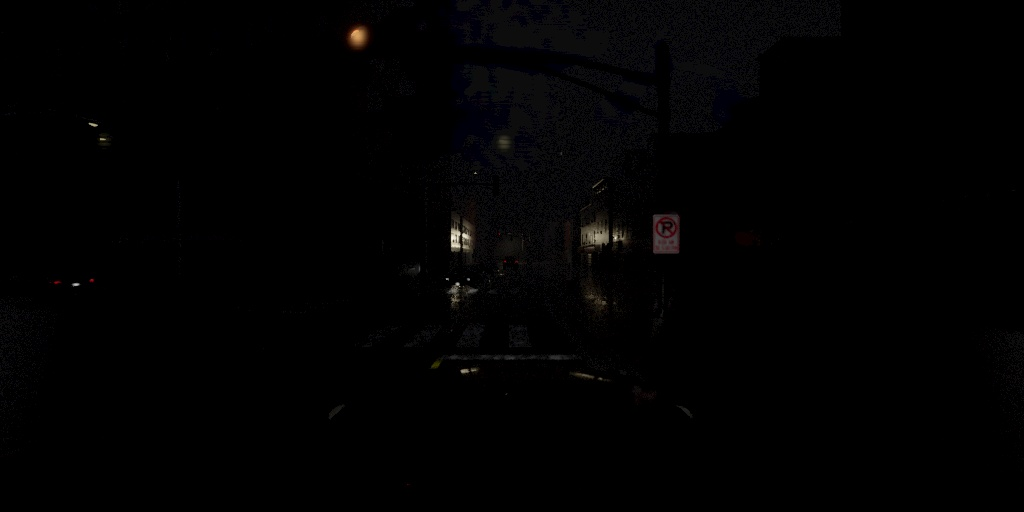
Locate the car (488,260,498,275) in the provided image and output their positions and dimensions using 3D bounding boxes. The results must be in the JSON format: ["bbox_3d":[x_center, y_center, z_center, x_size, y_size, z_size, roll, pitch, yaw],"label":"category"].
[{"bbox_3d":[-2.993,1.304,40.180,2.033,1.411,5.357,0,0,0],"label":"car"}]

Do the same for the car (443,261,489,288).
[{"bbox_3d":[-3.063,1.299,23.947,2.033,1.411,5.357,0,0,4],"label":"car"}]

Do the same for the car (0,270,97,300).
[{"bbox_3d":[-23.954,1.427,18.411,4.181,1.385,1.994,0,0,9],"label":"car"}]

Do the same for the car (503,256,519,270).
[{"bbox_3d":[-0.193,0.984,52.561,2.150,2.045,5.566,0,0,0],"label":"car"}]
